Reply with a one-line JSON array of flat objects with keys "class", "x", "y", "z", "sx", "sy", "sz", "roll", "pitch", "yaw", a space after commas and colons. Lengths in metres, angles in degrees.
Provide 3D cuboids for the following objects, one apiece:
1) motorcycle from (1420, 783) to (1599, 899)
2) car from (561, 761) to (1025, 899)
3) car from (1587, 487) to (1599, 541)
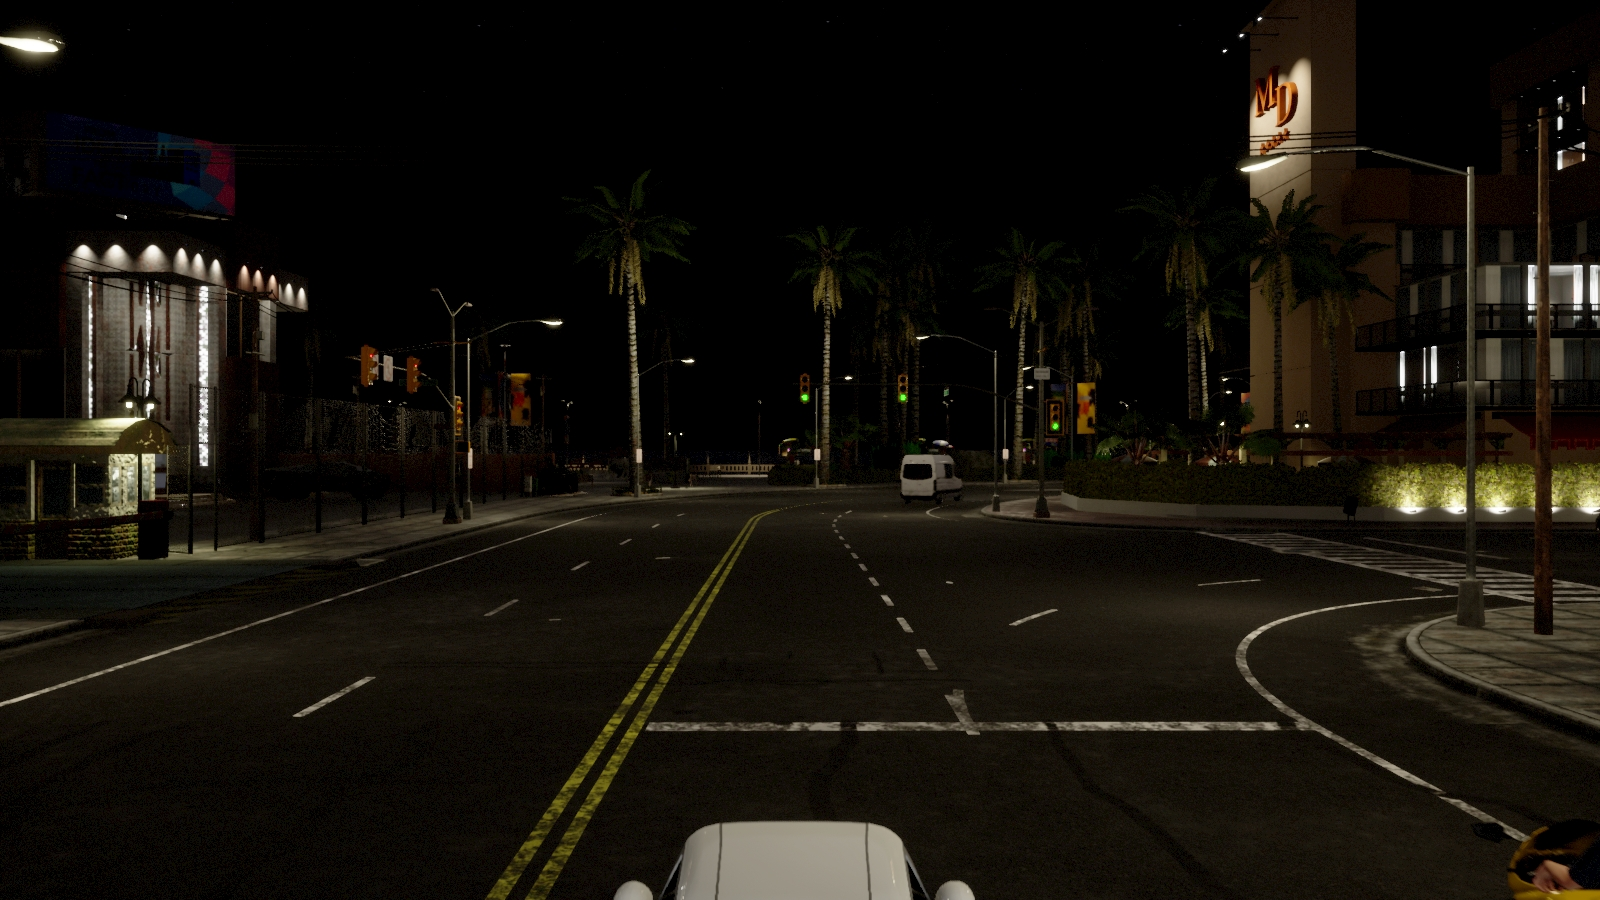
[{"class": "motorcycle", "x": 3.470, "y": 2.212, "z": 4.631, "sx": 0.803, "sy": 1.145, "sz": 2.033, "roll": 0, "pitch": -1, "yaw": 0}, {"class": "car", "x": -0.023, "y": 2.119, "z": 4.112, "sx": 1.481, "sy": 1.376, "sz": 2.207, "roll": 0, "pitch": 1, "yaw": 0}, {"class": "car", "x": 27.253, "y": 1.992, "z": 34.866, "sx": 5.027, "sy": 1.651, "sz": 2.152, "roll": 0, "pitch": 0, "yaw": -1}]
